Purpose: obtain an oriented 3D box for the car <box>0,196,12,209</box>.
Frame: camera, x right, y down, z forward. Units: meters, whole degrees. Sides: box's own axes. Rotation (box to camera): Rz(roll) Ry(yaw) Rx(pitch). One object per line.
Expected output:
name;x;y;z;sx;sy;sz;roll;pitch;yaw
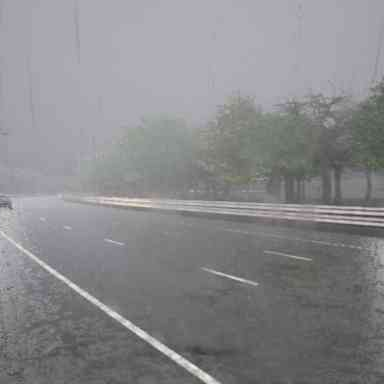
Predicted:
car;-23.756;1.246;41.579;2.097;1.767;4.553;0;0;-32
